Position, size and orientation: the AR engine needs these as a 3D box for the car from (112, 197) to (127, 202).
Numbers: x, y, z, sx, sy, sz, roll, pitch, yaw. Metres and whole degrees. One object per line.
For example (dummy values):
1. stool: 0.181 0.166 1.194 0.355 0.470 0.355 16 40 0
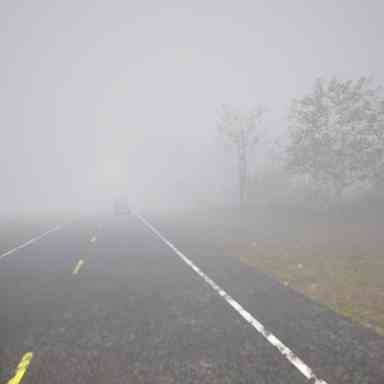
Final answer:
1. car: -10.324 1.820 48.390 2.150 2.045 5.566 -3 0 -12

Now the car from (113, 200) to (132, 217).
1. car: -7.907 2.021 37.639 1.994 1.385 4.181 -3 0 -12
